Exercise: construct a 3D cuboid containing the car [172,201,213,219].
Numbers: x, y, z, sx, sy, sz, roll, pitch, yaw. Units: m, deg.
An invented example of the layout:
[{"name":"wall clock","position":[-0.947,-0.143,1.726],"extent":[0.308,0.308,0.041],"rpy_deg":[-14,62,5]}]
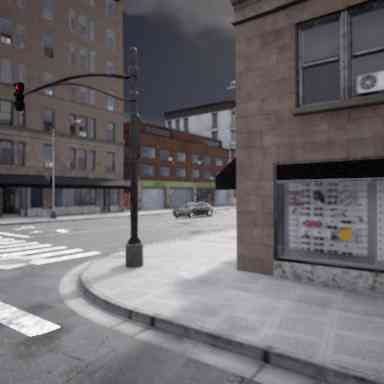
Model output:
[{"name":"car","position":[0.171,1.633,30.976],"extent":[1.837,1.490,4.892],"rpy_deg":[0,-1,36]}]
